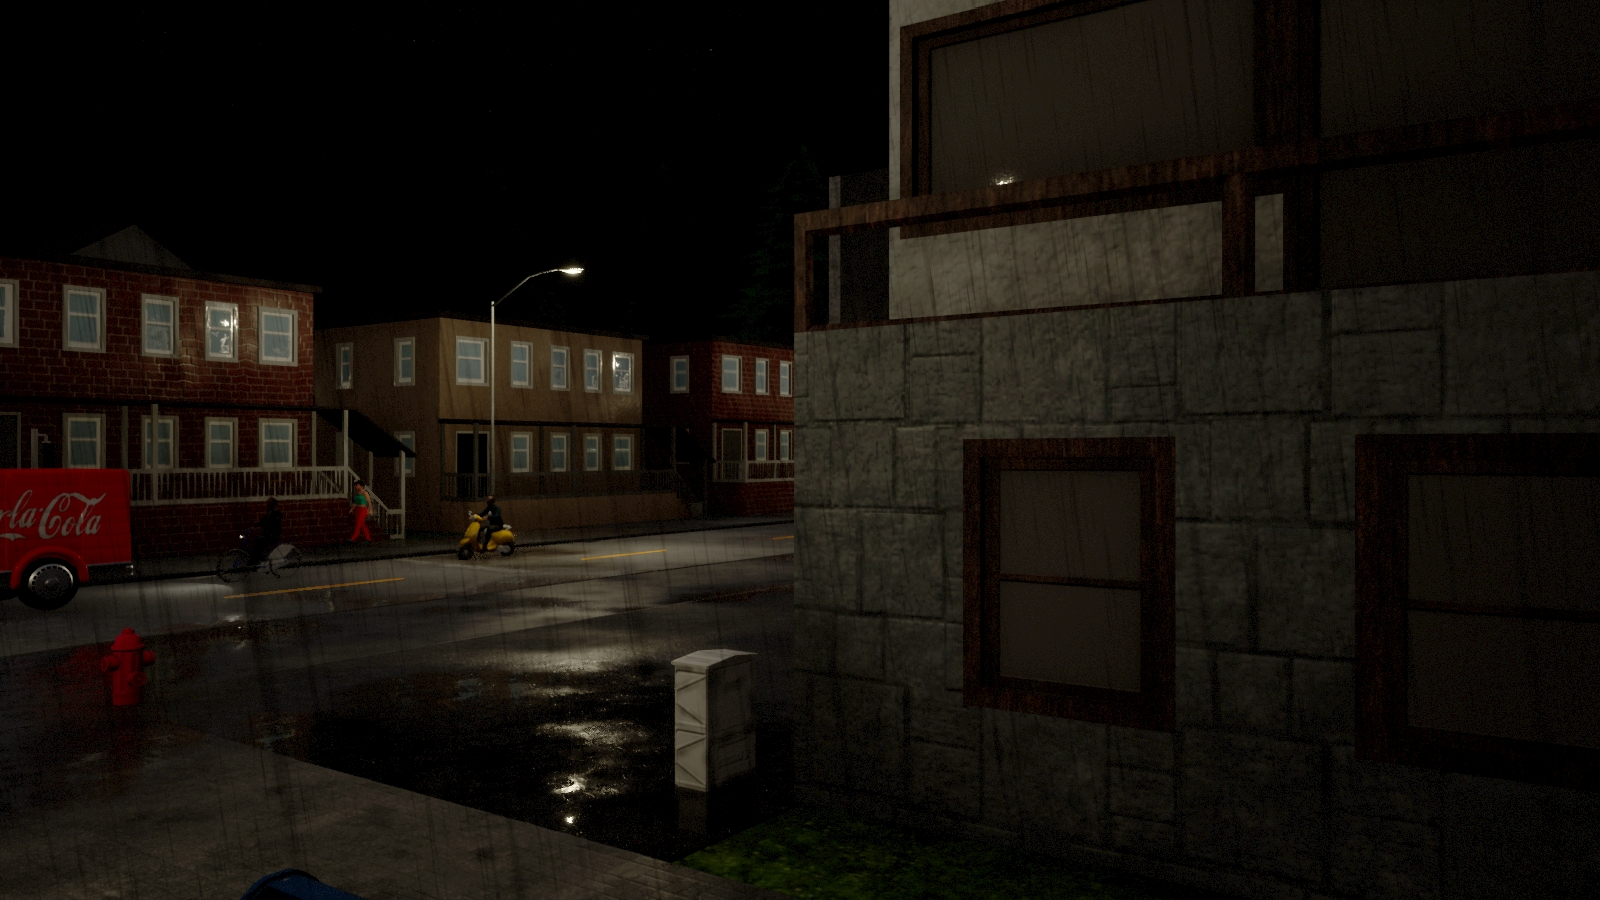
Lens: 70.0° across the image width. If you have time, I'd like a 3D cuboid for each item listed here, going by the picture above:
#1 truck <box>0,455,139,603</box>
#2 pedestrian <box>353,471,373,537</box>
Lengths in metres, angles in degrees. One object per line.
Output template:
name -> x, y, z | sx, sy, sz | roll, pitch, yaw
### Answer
truck -> -14.760, 1.336, 19.689 | 2.627, 2.467, 5.204 | 0, 0, 37
pedestrian -> -12.305, 1.512, 32.151 | 0.375, 1.860, 0.375 | 0, 0, 37
